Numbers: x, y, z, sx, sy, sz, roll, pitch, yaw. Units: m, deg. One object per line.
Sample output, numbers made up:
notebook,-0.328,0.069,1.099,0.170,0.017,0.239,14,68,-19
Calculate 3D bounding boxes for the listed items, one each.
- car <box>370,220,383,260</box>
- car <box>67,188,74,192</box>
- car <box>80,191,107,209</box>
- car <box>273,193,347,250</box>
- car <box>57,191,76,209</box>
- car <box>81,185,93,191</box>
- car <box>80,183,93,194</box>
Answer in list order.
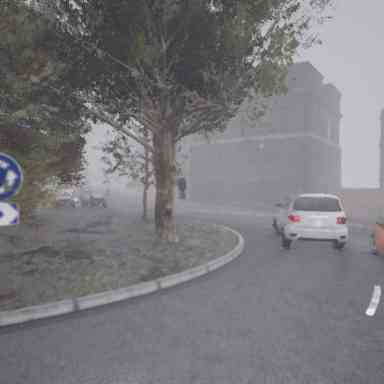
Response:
car,6.510,1.254,9.417,2.097,1.767,4.553,0,1,20
car,-17.675,-0.066,46.248,2.150,2.045,5.566,0,5,-17
car,-10.811,0.980,36.563,1.837,1.490,4.892,-1,3,-34
car,4.729,1.067,13.832,2.150,2.045,5.566,1,1,10
car,-13.720,1.002,35.586,1.812,1.442,4.674,-1,3,-29
car,-14.734,0.221,46.897,2.128,1.511,4.902,0,5,-17
car,-17.983,-0.635,56.701,1.882,1.535,5.008,0,5,-19
